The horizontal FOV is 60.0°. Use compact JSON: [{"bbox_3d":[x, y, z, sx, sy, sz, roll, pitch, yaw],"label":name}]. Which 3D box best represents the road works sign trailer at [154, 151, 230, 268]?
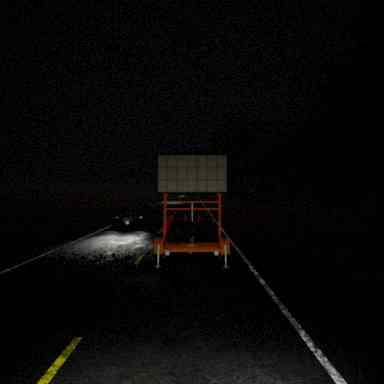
[{"bbox_3d":[0.013,0.444,11.212,2.380,3.560,2.880,0,0,1],"label":"road works sign trailer"}]

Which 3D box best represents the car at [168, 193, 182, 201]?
[{"bbox_3d":[-3.548,0.976,62.987,2.128,1.511,4.902,0,1,0],"label":"car"}]

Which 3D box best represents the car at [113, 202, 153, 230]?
[{"bbox_3d":[-3.597,1.424,20.913,2.128,1.511,4.902,0,0,0],"label":"car"}]
